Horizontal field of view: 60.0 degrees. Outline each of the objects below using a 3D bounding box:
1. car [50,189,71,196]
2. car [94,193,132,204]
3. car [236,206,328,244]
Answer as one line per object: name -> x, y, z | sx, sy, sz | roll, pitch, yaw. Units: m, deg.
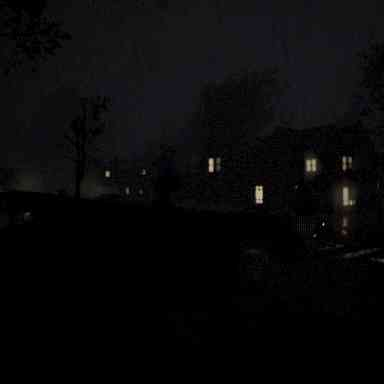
car -> -17.585, 0.342, 44.254 | 2.128, 1.511, 4.902 | -1, 2, -36
car -> -7.199, 0.818, 29.689 | 2.033, 1.411, 5.357 | -1, 2, -36
car -> 3.518, 1.357, 14.925 | 1.895, 1.301, 4.718 | -1, 2, -38
